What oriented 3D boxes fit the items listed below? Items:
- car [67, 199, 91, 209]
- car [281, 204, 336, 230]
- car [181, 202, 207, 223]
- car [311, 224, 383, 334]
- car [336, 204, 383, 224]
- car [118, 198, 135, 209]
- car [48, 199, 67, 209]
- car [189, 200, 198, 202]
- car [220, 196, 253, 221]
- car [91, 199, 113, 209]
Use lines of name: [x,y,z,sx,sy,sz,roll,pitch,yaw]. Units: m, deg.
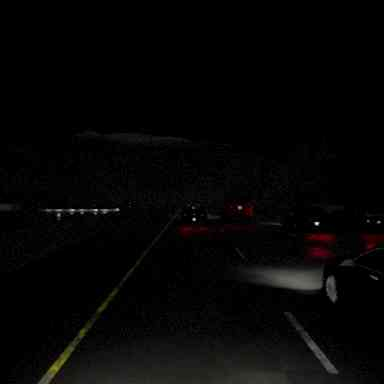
car: [-17.390,1.863,52.508,1.882,1.535,5.008,0,-1,0]
car: [7.148,1.554,21.425,1.837,1.490,4.892,0,0,0]
car: [0.158,1.684,26.045,1.895,1.301,4.718,0,-1,0]
car: [3.611,1.498,4.958,1.837,1.490,4.892,0,0,0]
car: [10.648,1.540,21.376,2.128,1.511,4.902,0,0,0]
car: [-10.386,1.739,52.895,2.097,1.767,4.553,0,0,0]
car: [-20.891,1.891,52.408,1.837,1.490,4.892,0,-1,0]
car: [0.193,1.789,42.348,1.812,1.442,4.674,0,-1,0]
car: [3.662,1.321,27.992,2.150,2.045,5.566,0,-1,0]
car: [-13.887,1.898,52.712,1.837,1.490,4.892,0,-1,0]
